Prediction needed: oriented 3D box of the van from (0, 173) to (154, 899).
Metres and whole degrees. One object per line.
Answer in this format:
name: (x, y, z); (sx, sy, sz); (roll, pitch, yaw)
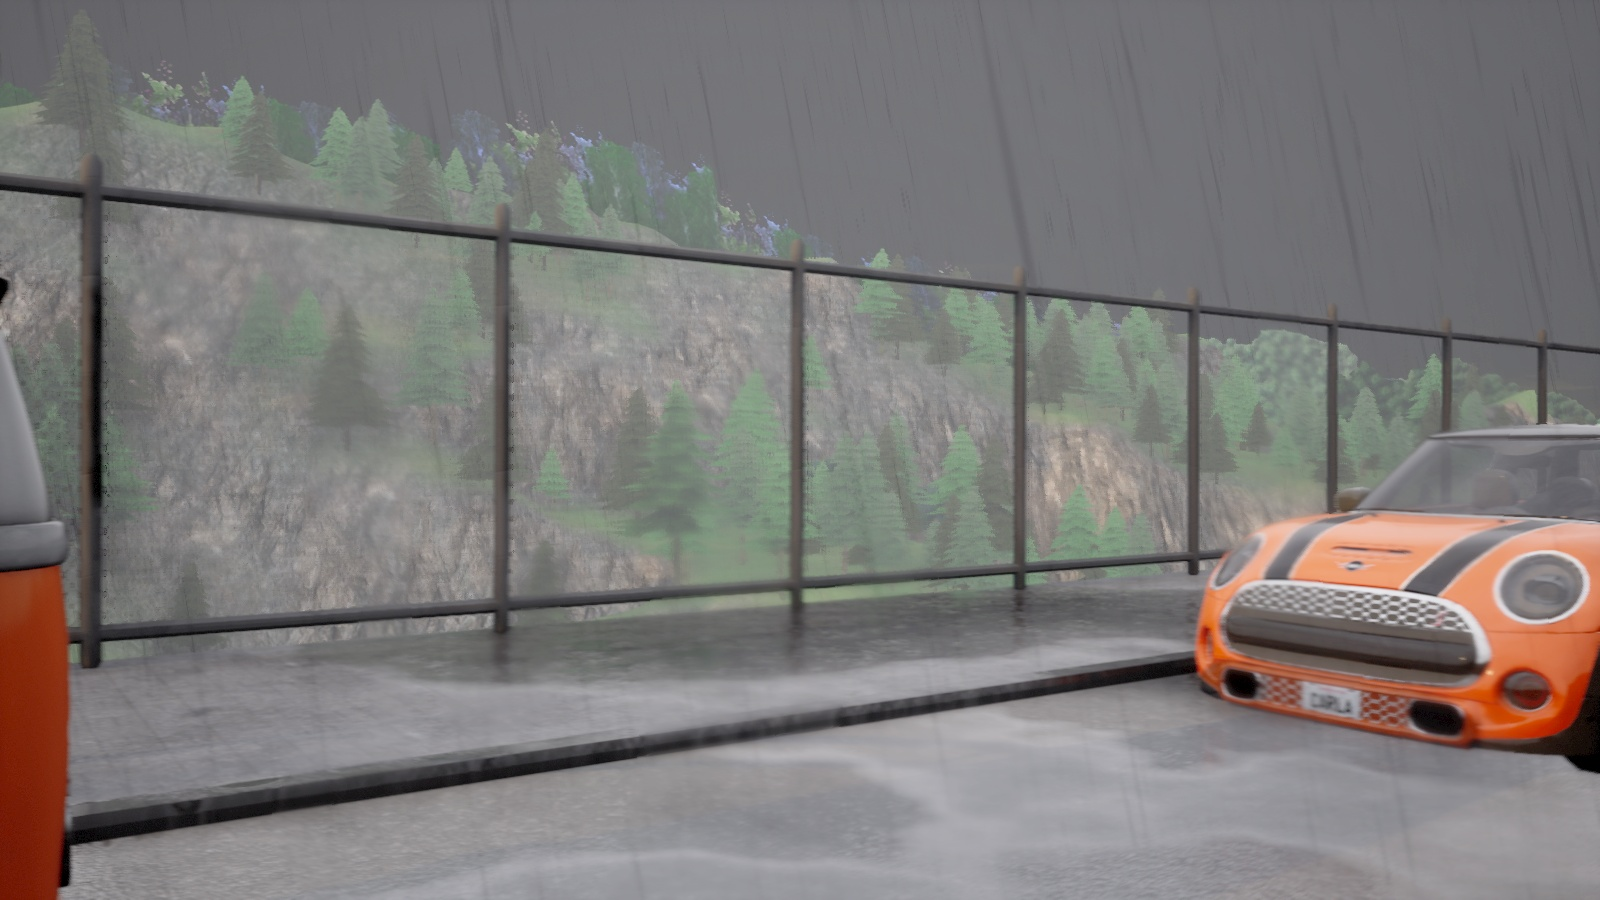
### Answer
van: (-3.537, 0.509, 1.804); (4.442, 1.987, 1.775); (0, 0, -35)

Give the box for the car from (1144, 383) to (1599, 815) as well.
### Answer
car: (4.347, 0.612, 7.298); (4.553, 1.767, 2.097); (0, 0, -35)
